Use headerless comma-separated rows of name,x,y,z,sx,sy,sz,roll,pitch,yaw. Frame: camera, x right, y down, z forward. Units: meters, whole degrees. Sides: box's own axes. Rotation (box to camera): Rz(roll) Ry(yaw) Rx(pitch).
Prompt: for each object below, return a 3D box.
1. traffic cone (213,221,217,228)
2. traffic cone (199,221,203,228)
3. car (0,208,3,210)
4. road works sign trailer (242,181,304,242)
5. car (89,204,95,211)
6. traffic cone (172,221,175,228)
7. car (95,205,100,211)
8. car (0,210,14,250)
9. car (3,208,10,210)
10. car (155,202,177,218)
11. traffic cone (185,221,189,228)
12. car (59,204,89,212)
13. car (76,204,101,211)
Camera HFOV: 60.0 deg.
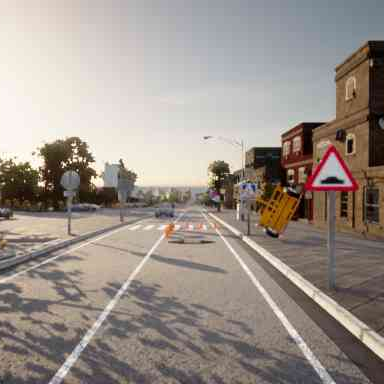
traffic cone,1.644,2.304,23.803,0.340,0.580,0.340,0,-2,0
traffic cone,0.644,2.304,23.804,0.340,0.580,0.340,0,-2,0
car,-21.881,2.114,32.934,4.674,1.452,2.002,0,-2,0
road works sign trailer,4.244,0.581,16.464,2.880,2.380,3.560,33,17,31
car,-21.781,3.029,63.702,4.892,1.521,2.231,0,-2,0
traffic cone,-1.361,2.197,19.807,0.340,0.580,0.340,0,-1,0
car,-21.778,3.130,66.974,5.008,1.535,2.097,0,-2,0
car,-9.365,1.558,11.553,5.366,1.575,1.946,0,-1,0
car,-21.940,2.045,36.108,4.553,1.767,2.185,0,-2,0
car,-3.268,2.204,40.112,2.097,1.767,4.553,0,-2,0
traffic cone,-0.354,2.304,23.806,0.340,0.580,0.340,0,-2,0
car,-21.798,2.966,60.426,4.674,1.452,2.002,0,-2,0
car,-21.756,3.268,70.119,4.674,1.452,2.002,0,-2,0
